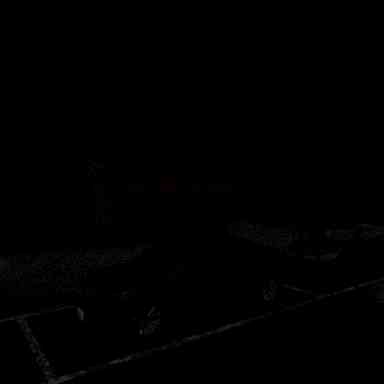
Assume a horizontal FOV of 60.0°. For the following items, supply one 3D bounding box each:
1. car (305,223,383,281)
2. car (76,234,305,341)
[{"bbox_3d":[4.486,1.577,9.731,4.206,1.307,1.802,0,0,-35],"label":"car"},{"bbox_3d":[0.005,1.564,6.539,4.313,1.339,1.947,0,0,-35],"label":"car"}]
